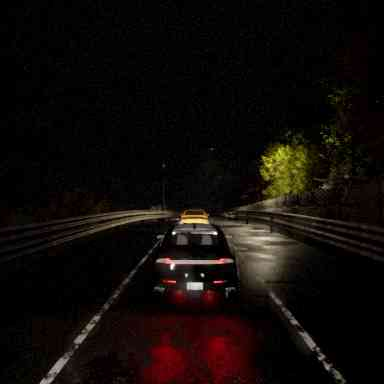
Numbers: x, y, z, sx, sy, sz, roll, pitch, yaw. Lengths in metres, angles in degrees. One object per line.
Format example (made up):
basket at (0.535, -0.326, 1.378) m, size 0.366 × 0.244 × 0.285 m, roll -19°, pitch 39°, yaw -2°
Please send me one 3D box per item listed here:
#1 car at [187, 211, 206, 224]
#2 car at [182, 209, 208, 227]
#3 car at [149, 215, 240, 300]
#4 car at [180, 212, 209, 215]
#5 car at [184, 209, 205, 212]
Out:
car at (0.564, 2.745, 36.060) m, size 1.895 × 1.301 × 4.718 m, roll 0°, pitch -4°, yaw 2°
car at (0.299, 2.269, 29.869) m, size 2.128 × 1.511 × 4.902 m, roll 0°, pitch -3°, yaw 1°
car at (0.067, 1.547, 8.520) m, size 2.128 × 1.511 × 4.902 m, roll 0°, pitch -1°, yaw 0°
car at (0.108, 1.794, 15.277) m, size 1.895 × 1.301 × 4.718 m, roll 0°, pitch -2°, yaw 0°
car at (0.184, 1.946, 23.347) m, size 1.882 × 1.535 × 5.008 m, roll 0°, pitch -3°, yaw 1°
